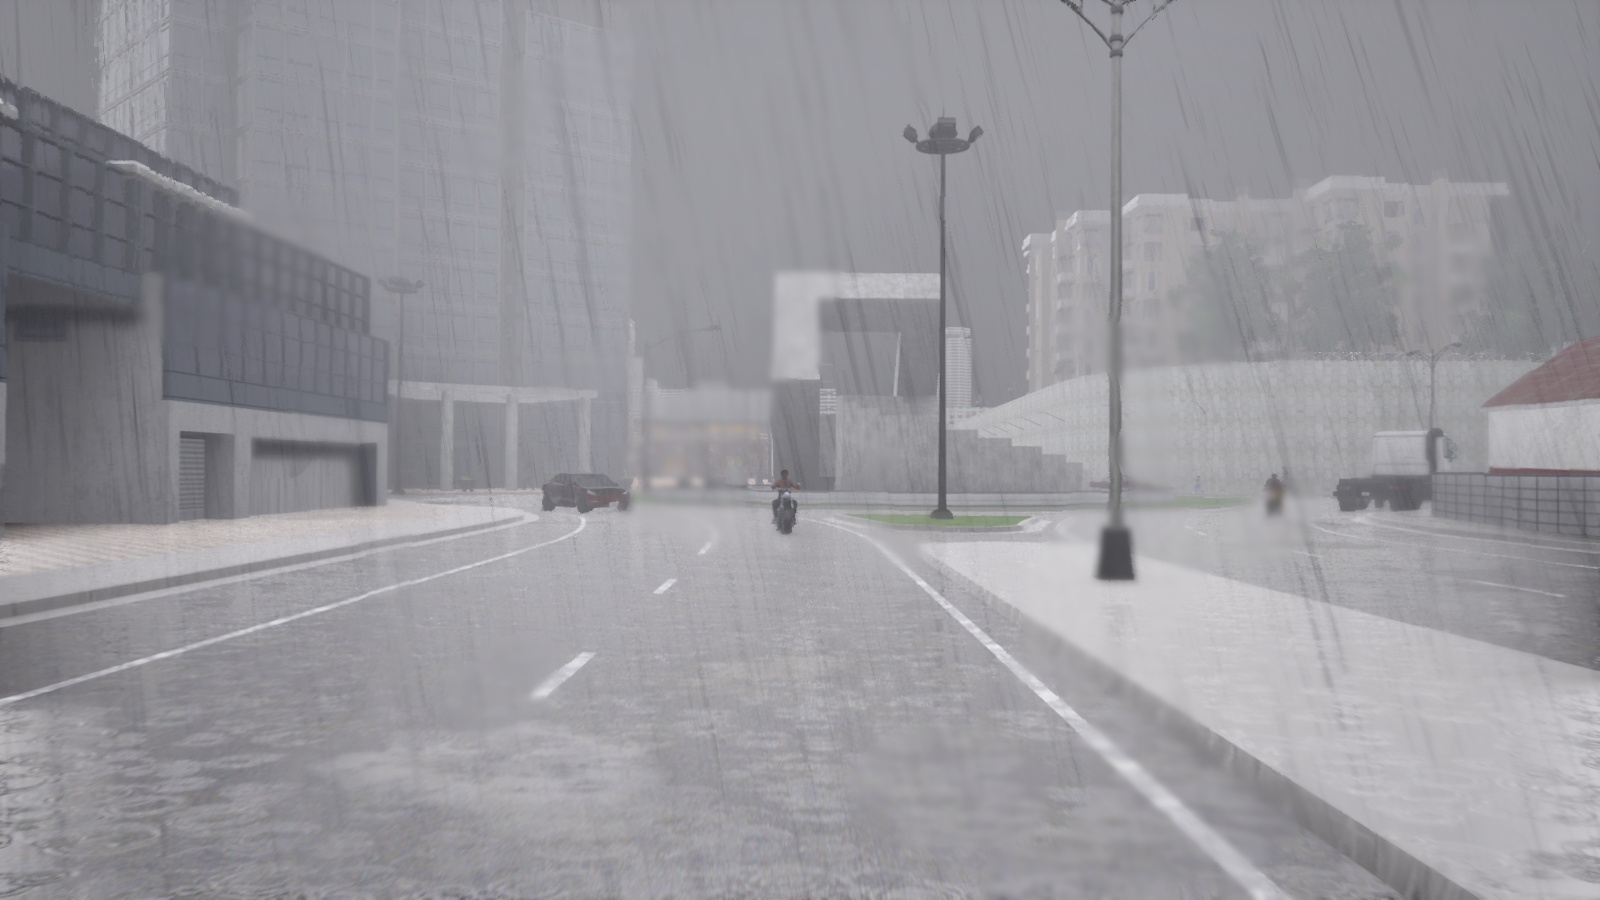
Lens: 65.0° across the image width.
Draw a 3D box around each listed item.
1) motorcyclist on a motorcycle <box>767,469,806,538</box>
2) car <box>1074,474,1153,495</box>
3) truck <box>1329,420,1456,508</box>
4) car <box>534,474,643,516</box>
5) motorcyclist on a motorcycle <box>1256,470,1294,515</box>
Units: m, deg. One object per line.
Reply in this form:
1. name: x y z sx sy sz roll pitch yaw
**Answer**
1. motorcyclist on a motorcycle: -0.346 1.285 30.953 0.766 1.649 2.350 0 -1 -5
2. car: 20.072 2.183 80.531 1.895 1.301 4.718 1 -1 -41
3. truck: 25.271 0.624 53.330 2.891 3.462 7.936 -1 -1 40
4. car: -7.974 1.634 47.026 2.163 1.488 4.792 0 -1 -35
5. motorcyclist on a motorcycle: 16.699 1.469 44.154 0.797 1.523 2.044 0 -1 34
